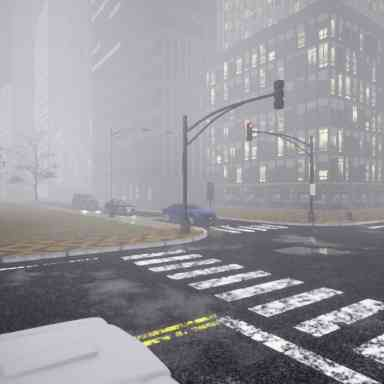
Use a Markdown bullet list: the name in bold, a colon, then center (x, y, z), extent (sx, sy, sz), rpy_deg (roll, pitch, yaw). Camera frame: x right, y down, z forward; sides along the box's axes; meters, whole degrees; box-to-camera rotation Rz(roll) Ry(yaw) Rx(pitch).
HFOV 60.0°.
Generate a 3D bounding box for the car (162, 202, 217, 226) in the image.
- **car**: center (-0.269, 1.484, 23.784), extent (1.882, 1.535, 5.008), rpy_deg (0, 0, -37)

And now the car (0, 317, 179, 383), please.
- **car**: center (-2.274, 1.601, 1.821), extent (4.718, 1.301, 1.895), rpy_deg (0, 0, -36)

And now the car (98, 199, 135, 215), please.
- **car**: center (-7.449, 1.498, 33.827), extent (2.128, 1.511, 4.902), rpy_deg (0, 0, -35)

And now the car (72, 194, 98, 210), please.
- **car**: center (-13.838, 1.227, 42.900), extent (2.150, 2.045, 5.566), rpy_deg (0, 0, -35)
